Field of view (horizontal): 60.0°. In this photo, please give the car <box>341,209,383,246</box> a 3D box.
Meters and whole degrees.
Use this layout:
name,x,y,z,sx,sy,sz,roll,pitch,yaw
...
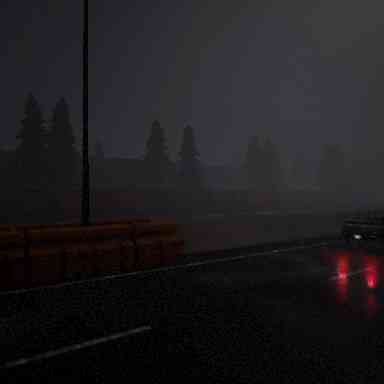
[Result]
name,x,y,z,sx,sy,sz,roll,pitch,yaw
car,8.269,1.496,14.066,4.902,1.511,2.128,0,0,-35
